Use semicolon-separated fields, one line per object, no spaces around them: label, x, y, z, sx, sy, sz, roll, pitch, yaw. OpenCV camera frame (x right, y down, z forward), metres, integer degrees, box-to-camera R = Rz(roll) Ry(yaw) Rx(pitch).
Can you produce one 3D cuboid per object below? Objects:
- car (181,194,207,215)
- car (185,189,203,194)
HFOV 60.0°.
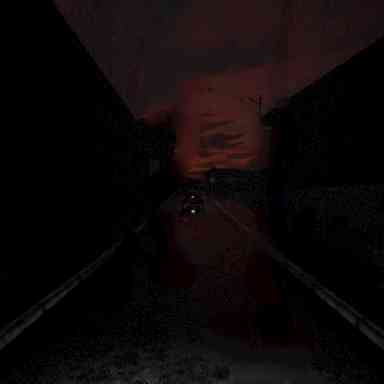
car;0.083;1.096;27.365;1.895;1.301;4.718;0;2;0
car;0.076;0.357;42.864;1.812;1.442;4.674;0;2;0
